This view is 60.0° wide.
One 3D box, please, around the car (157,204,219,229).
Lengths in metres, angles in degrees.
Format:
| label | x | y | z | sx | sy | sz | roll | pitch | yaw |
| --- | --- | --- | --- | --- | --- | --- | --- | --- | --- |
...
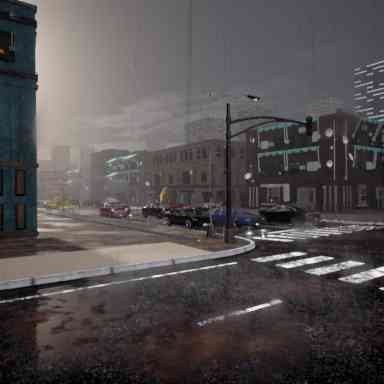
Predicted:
| label | x | y | z | sx | sy | sz | roll | pitch | yaw |
| --- | --- | --- | --- | --- | --- | --- | --- | --- | --- |
| car | -0.394 | 1.815 | 23.784 | 1.947 | 1.339 | 4.313 | -1 | 0 | -35 |

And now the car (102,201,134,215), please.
| label | x | y | z | sx | sy | sz | roll | pitch | yaw |
| --- | --- | --- | --- | --- | --- | --- | --- | --- | --- |
| car | -9.205 | 1.930 | 40.909 | 2.128 | 1.511 | 4.902 | -1 | 0 | -35 |

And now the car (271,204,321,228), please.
| label | x | y | z | sx | sy | sz | roll | pitch | yaw |
| --- | --- | --- | --- | --- | --- | --- | --- | --- | --- |
| car | 6.707 | 1.636 | 23.777 | 2.128 | 1.511 | 4.902 | -1 | 0 | -37 |

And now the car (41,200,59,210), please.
| label | x | y | z | sx | sy | sz | roll | pitch | yaw |
| --- | --- | --- | --- | --- | --- | --- | --- | --- | --- |
| car | -24.251 | 2.233 | 57.598 | 1.752 | 1.417 | 4.829 | -1 | 0 | -35 |

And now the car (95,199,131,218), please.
| label | x | y | z | sx | sy | sz | roll | pitch | yaw |
| --- | --- | --- | --- | --- | --- | --- | --- | --- | --- |
| car | -8.331 | 1.847 | 35.169 | 1.967 | 1.590 | 4.097 | -1 | 0 | -35 |

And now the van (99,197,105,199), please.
| label | x | y | z | sx | sy | sz | roll | pitch | yaw |
| --- | --- | --- | --- | --- | --- | --- | --- | --- | --- |
| van | -14.318 | 1.907 | 58.076 | 1.690 | 1.788 | 3.998 | -1 | 0 | -35 |

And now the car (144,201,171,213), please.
| label | x | y | z | sx | sy | sz | roll | pitch | yaw |
| --- | --- | --- | --- | --- | --- | --- | --- | --- | --- |
| car | -4.699 | 1.966 | 44.536 | 1.802 | 1.307 | 4.206 | -2 | 0 | -35 |

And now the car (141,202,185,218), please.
| label | x | y | z | sx | sy | sz | roll | pitch | yaw |
| --- | --- | --- | --- | --- | --- | --- | --- | --- | --- |
| car | -3.206 | 1.813 | 32.443 | 2.128 | 1.511 | 4.902 | -1 | 0 | -35 |

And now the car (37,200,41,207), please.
| label | x | y | z | sx | sy | sz | roll | pitch | yaw |
| --- | --- | --- | --- | --- | --- | --- | --- | --- | --- |
| car | -30.758 | 2.376 | 66.764 | 2.008 | 1.369 | 4.403 | -1 | 0 | -35 |

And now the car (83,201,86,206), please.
| label | x | y | z | sx | sy | sz | roll | pitch | yaw |
| --- | --- | --- | --- | --- | --- | --- | --- | --- | --- |
| car | -20.722 | 2.228 | 67.103 | 1.887 | 1.381 | 4.507 | -1 | 0 | -35 |

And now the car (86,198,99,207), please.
| label | x | y | z | sx | sy | sz | roll | pitch | yaw |
| --- | --- | --- | --- | --- | --- | --- | --- | --- | --- |
| car | -17.523 | 1.940 | 62.589 | 2.192 | 1.841 | 5.009 | -1 | 0 | -35 |

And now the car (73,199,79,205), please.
| label | x | y | z | sx | sy | sz | roll | pitch | yaw |
| --- | --- | --- | --- | --- | --- | --- | --- | --- | --- |
| car | -27.130 | 2.364 | 76.130 | 1.947 | 1.339 | 4.313 | -1 | 0 | -35 |

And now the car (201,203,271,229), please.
| label | x | y | z | sx | sy | sz | roll | pitch | yaw |
| --- | --- | --- | --- | --- | --- | --- | --- | --- | --- |
| car | 2.774 | 1.750 | 23.980 | 2.033 | 1.411 | 5.357 | -1 | 0 | -34 |
